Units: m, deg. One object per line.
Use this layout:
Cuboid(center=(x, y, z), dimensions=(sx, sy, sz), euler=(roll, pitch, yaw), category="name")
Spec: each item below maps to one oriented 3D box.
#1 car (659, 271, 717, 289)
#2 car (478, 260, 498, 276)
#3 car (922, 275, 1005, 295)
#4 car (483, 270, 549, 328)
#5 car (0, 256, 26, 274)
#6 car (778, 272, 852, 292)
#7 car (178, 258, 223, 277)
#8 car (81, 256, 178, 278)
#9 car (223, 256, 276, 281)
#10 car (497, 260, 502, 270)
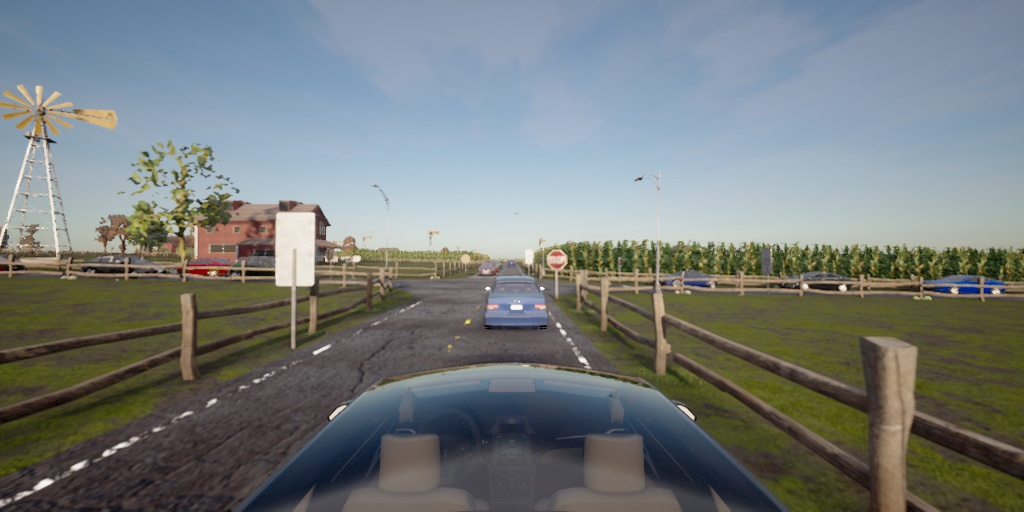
Cuboid(center=(13.597, 1.834, 27.945), dimensions=(4.181, 1.385, 1.994), euler=(1, -1, -1), category="car")
Cuboid(center=(-2.826, 1.521, 40.889), dimensions=(1.812, 1.442, 4.674), euler=(0, 0, -1), category="car")
Cuboid(center=(34.743, 2.233, 27.765), dimensions=(5.008, 1.535, 1.882), euler=(1, -1, 1), category="car")
Cuboid(center=(0.101, 1.357, 11.561), dimensions=(2.033, 1.411, 5.357), euler=(0, 0, 0), category="car")
Cuboid(center=(-37.695, 0.507, 25.421), dimensions=(5.008, 1.535, 1.882), euler=(1, -1, 0), category="car")
Cuboid(center=(23.470, 2.002, 27.862), dimensions=(4.892, 1.490, 1.837), euler=(1, -1, 1), category="car")
Cuboid(center=(-24.206, 0.866, 28.249), dimensions=(5.008, 1.535, 1.882), euler=(1, -1, 0), category="car")
Cuboid(center=(-27.253, 0.760, 25.325), dimensions=(4.902, 1.511, 2.128), euler=(1, -1, 0), category="car")
Cuboid(center=(-17.044, 0.857, 25.245), dimensions=(4.553, 1.767, 2.097), euler=(1, -1, 0), category="car")
Cuboid(center=(-2.855, 1.409, 49.928), dimensions=(2.097, 1.767, 4.553), euler=(0, 0, 0), category="car")
